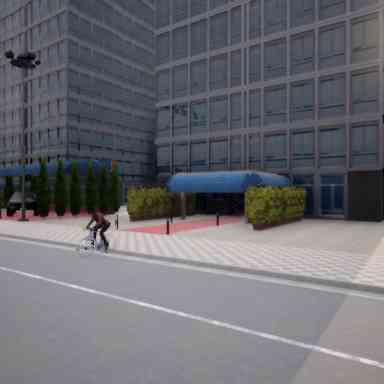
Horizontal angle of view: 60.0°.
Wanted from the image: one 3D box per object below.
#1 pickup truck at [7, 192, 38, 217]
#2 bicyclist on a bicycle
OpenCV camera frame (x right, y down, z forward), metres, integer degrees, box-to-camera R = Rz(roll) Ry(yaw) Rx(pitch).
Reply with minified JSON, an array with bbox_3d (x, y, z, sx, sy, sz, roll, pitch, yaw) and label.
[{"bbox_3d":[-15.165,1.046,30.077,2.390,2.098,6.274,0,0,-25],"label":"pickup truck"},{"bbox_3d":[-3.265,1.395,11.481,0.582,1.620,1.656,0,1,34],"label":"bicyclist on a bicycle"}]
